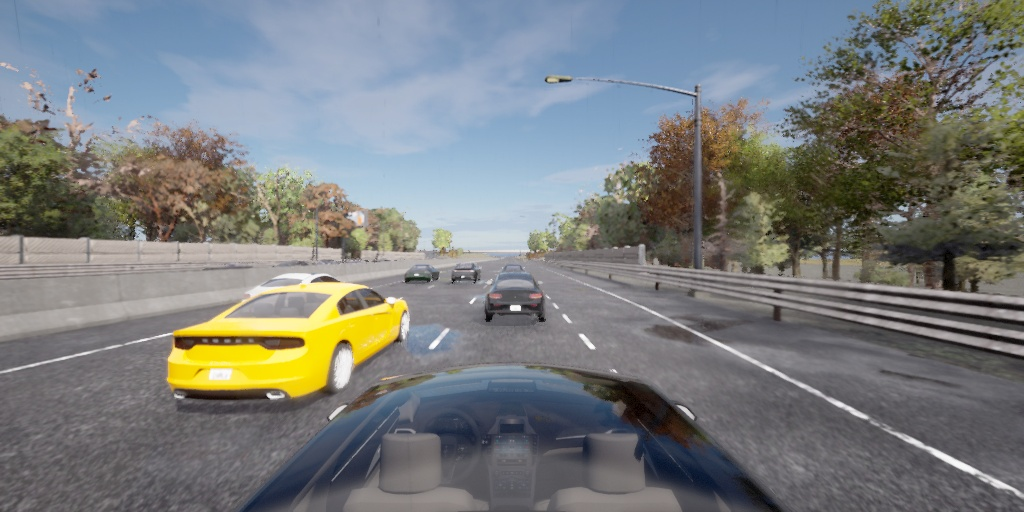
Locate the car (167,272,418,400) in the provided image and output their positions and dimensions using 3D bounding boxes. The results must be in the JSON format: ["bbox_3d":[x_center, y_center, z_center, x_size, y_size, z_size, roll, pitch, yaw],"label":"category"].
[{"bbox_3d":[-3.399,1.228,6.657,1.882,1.535,5.008,0,0,0],"label":"car"}]

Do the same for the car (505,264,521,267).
[{"bbox_3d":[0.103,1.326,28.008,1.994,1.385,4.181,0,0,0],"label":"car"}]

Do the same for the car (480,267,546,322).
[{"bbox_3d":[0.101,1.278,12.249,1.812,1.442,4.674,0,0,0],"label":"car"}]

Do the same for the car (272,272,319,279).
[{"bbox_3d":[-6.898,1.277,12.150,1.812,1.442,4.674,0,0,0],"label":"car"}]

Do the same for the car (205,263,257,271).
[{"bbox_3d":[-28.091,1.370,35.952,1.895,1.301,4.718,0,0,0],"label":"car"}]

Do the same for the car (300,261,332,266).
[{"bbox_3d":[-21.087,1.267,40.418,2.128,1.511,4.902,0,0,0],"label":"car"}]

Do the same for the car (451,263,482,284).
[{"bbox_3d":[-3.397,1.253,27.335,2.128,1.511,4.902,0,0,0],"label":"car"}]

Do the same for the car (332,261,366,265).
[{"bbox_3d":[-17.584,1.265,40.058,2.128,1.511,4.902,0,0,0],"label":"car"}]

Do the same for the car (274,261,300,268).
[{"bbox_3d":[-24.584,1.280,40.284,1.837,1.490,4.892,0,0,0],"label":"car"}]

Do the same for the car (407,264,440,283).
[{"bbox_3d":[-6.897,1.326,27.960,1.994,1.385,4.181,0,0,0],"label":"car"}]
